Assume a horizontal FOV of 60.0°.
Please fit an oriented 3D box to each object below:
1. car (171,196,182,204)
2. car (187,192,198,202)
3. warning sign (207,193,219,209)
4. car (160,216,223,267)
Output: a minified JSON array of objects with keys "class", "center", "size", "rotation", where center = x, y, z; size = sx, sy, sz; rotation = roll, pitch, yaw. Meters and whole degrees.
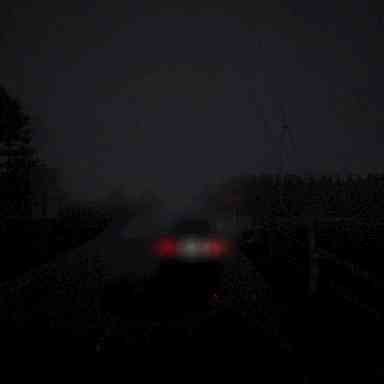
[{"class":"car","center":[-2.789,1.446,61.639],"size":[1.895,1.301,4.718],"rotation":[0,0,1]},{"class":"car","center":[-0.009,1.158,71.724],"size":[2.097,1.767,4.553],"rotation":[0,0,0]},{"class":"warning sign","center":[2.443,1.030,39.317],"size":[1.300,1.860,1.060],"rotation":[0,0,0]},{"class":"car","center":[0.067,1.528,11.331],"size":[2.033,1.411,5.357],"rotation":[0,0,2]}]
